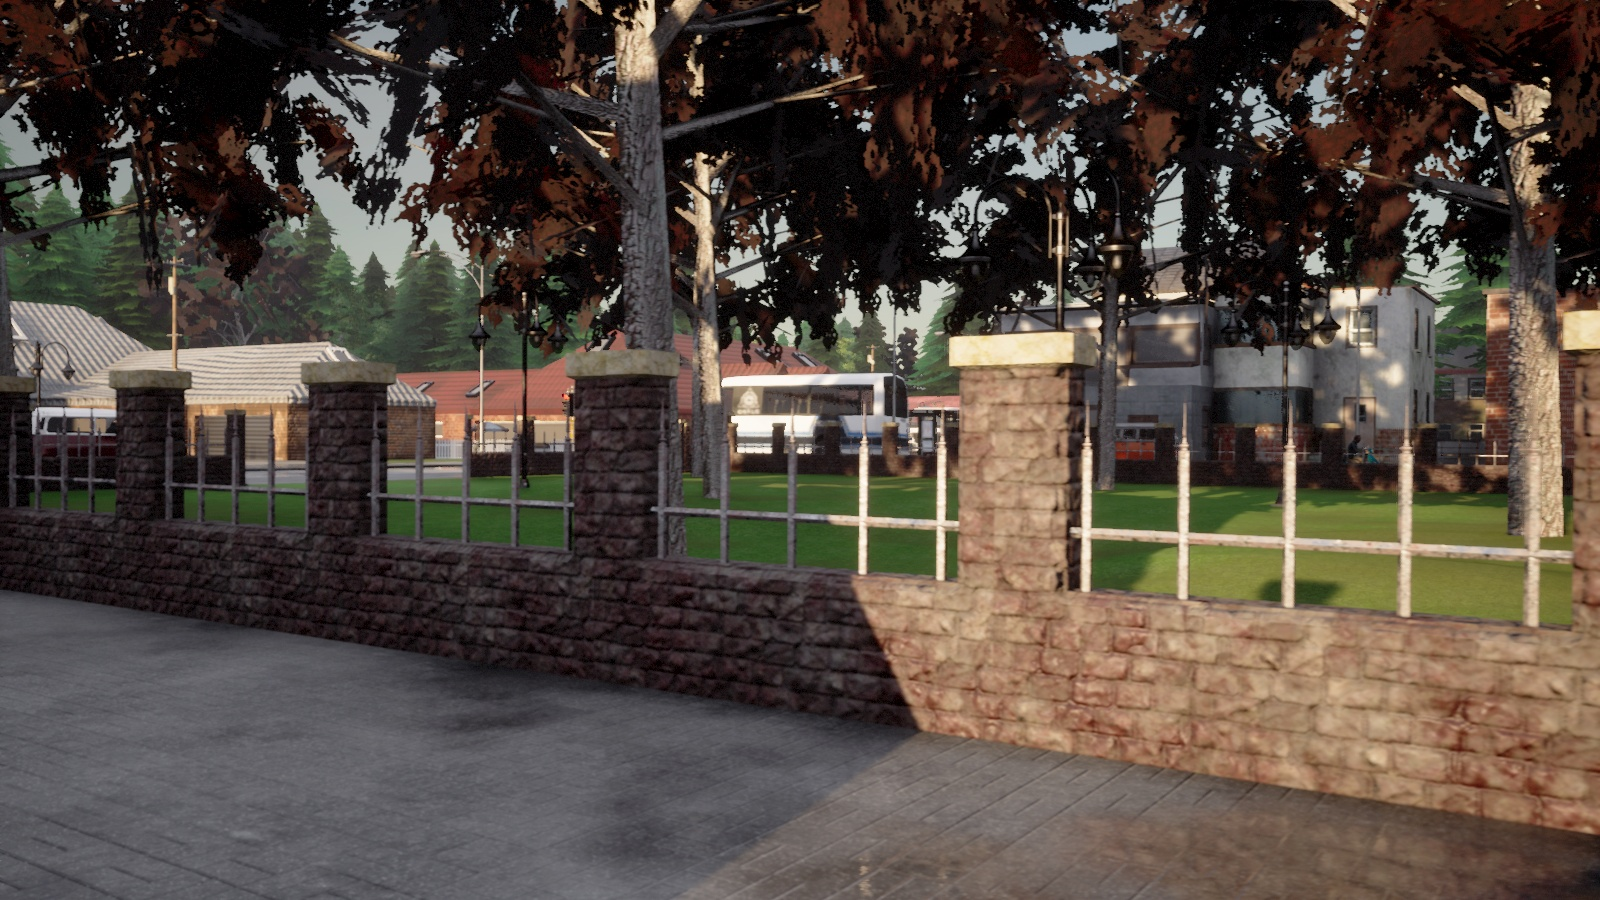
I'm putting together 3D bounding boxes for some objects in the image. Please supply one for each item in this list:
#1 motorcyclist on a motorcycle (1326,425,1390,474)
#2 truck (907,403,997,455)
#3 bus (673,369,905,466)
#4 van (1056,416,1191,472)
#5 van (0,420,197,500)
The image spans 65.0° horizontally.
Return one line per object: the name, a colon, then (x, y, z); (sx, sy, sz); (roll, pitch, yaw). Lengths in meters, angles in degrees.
motorcyclist on a motorcycle: (18.439, -0.033, 41.478); (1.817, 1.590, 0.866); (0, 1, 32)
truck: (10.588, -1.448, 86.635); (2.891, 3.462, 7.936); (0, 1, 34)
bus: (-0.552, -1.381, 59.259); (10.273, 4.253, 3.944); (0, -1, 27)
van: (11.811, -0.218, 45.900); (4.442, 1.987, 1.775); (0, 1, 32)
van: (-19.278, 0.232, 34.446); (2.069, 2.038, 4.480); (0, 1, 33)
